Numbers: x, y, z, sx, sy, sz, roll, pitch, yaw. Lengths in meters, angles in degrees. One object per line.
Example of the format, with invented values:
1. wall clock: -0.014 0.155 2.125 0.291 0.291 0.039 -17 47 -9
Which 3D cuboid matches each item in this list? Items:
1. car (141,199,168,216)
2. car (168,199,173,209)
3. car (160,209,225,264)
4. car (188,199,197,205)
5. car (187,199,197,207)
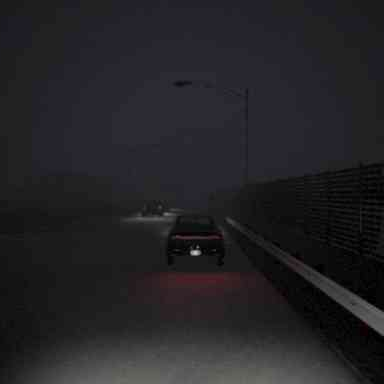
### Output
1. car: -4.088 1.623 35.579 2.097 1.767 4.553 0 0 0
2. car: -4.058 1.942 44.944 1.895 1.301 4.718 0 0 0
3. car: 0.101 1.585 12.168 2.128 1.511 4.902 0 0 0
4. car: 0.010 2.144 72.364 1.895 1.301 4.718 0 0 0
5. car: 0.014 2.076 62.592 1.895 1.301 4.718 0 0 0
